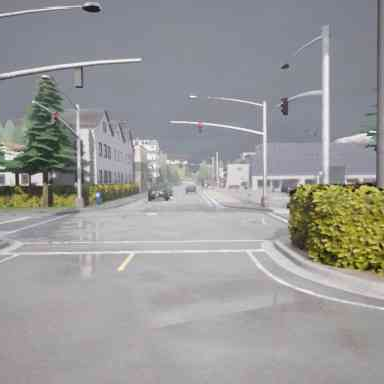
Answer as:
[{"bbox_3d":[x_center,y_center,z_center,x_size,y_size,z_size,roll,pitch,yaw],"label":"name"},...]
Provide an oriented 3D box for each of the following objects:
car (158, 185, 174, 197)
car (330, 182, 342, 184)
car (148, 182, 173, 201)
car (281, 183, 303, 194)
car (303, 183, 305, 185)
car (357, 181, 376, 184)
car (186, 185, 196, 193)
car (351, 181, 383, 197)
[{"bbox_3d":[-3.731,-0.160,48.408,1.837,1.490,4.892,-1,2,0],"label":"car"},{"bbox_3d":[25.310,-1.026,59.457,2.152,1.636,5.027,-1,2,0],"label":"car"},{"bbox_3d":[-3.720,-0.097,38.247,2.150,2.045,5.566,-1,2,0],"label":"car"},{"bbox_3d":[15.270,-0.515,52.045,2.007,1.523,4.514,-1,2,0],"label":"car"},{"bbox_3d":[18.895,-0.862,59.105,1.970,1.475,3.806,-1,2,0],"label":"car"},{"bbox_3d":[19.016,-0.173,34.187,1.905,1.878,3.866,-1,2,0],"label":"car"},{"bbox_3d":[-0.168,-0.562,58.667,2.128,1.511,4.902,-1,2,0],"label":"car"},{"bbox_3d":[22.261,-0.457,42.067,1.932,1.855,4.605,-1,2,0],"label":"car"}]
